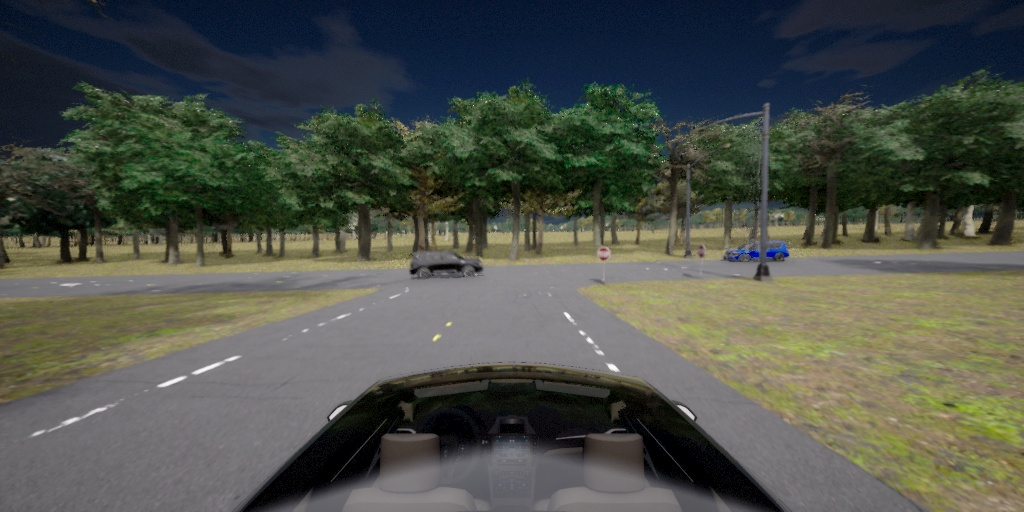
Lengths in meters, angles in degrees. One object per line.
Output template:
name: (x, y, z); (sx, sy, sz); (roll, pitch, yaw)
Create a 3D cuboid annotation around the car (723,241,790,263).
car: (23.401, -0.350, 34.430); (5.566, 2.045, 2.150); (-3, 4, 0)

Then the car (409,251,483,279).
car: (-5.020, 0.631, 27.368); (5.566, 2.045, 2.150); (-3, 2, 0)
